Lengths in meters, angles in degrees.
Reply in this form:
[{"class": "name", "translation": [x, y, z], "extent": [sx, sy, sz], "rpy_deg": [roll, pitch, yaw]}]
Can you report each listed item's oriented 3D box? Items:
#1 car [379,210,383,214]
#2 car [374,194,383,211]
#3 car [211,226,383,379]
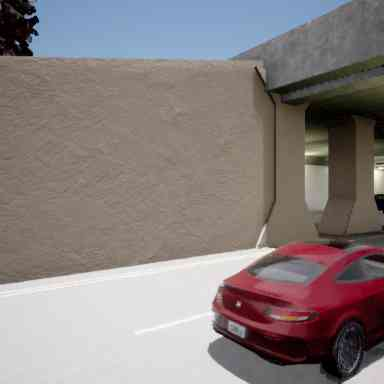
[{"class": "car", "translation": [11.293, 1.601, 16.045], "extent": [4.718, 1.301, 1.895], "rpy_deg": [0, 0, -35]}, {"class": "car", "translation": [17.849, 1.223, 33.707], "extent": [5.566, 2.045, 2.150], "rpy_deg": [0, 0, -35]}, {"class": "car", "translation": [2.422, 1.525, 5.466], "extent": [4.674, 1.442, 1.812], "rpy_deg": [0, 0, -35]}]
